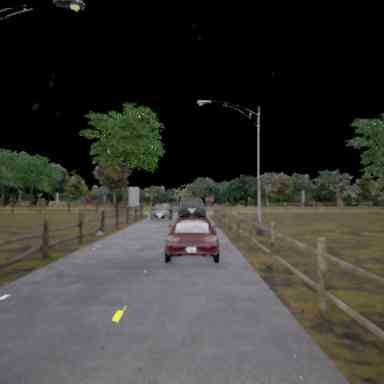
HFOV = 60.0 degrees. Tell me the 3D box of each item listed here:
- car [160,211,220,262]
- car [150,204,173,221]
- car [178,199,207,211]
[{"bbox_3d":[0.041,1.646,12.458,1.812,1.442,4.674,0,-1,1],"label":"car"},{"bbox_3d":[-2.800,1.887,31.492,2.128,1.511,4.902,0,-1,1],"label":"car"},{"bbox_3d":[0.022,1.532,26.387,2.150,2.045,5.566,0,-1,1],"label":"car"}]
